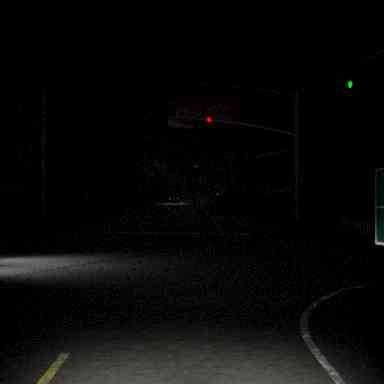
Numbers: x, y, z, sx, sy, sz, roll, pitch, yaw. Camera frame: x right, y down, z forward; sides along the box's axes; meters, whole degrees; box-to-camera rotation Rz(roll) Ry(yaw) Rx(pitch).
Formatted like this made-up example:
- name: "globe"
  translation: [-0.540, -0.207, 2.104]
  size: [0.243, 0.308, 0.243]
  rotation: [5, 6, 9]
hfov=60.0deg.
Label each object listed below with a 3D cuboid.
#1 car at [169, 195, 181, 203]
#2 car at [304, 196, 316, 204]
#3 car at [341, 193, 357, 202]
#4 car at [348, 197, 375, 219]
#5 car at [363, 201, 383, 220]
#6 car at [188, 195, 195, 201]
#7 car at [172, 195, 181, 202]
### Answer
- name: "car"
  translation: [-3.598, 1.352, 68.605]
  size: [2.097, 1.767, 4.553]
  rotation: [0, 0, 0]
- name: "car"
  translation: [22.368, 1.552, 64.085]
  size: [1.970, 1.475, 3.806]
  rotation: [0, 0, 0]
- name: "car"
  translation: [34.755, 1.489, 71.902]
  size: [2.007, 1.523, 4.514]
  rotation: [0, 0, 0]
- name: "car"
  translation: [14.316, 1.505, 25.001]
  size: [3.866, 1.878, 1.905]
  rotation: [0, 0, 0]
- name: "car"
  translation: [18.631, 1.672, 30.680]
  size: [4.611, 1.667, 2.242]
  rotation: [0, 0, 0]
- name: "car"
  translation: [-0.113, 1.552, 86.348]
  size: [1.994, 1.385, 4.181]
  rotation: [0, 0, 0]
- name: "car"
  translation: [-3.603, 1.540, 78.927]
  size: [2.033, 1.411, 5.357]
  rotation: [0, 0, 0]
